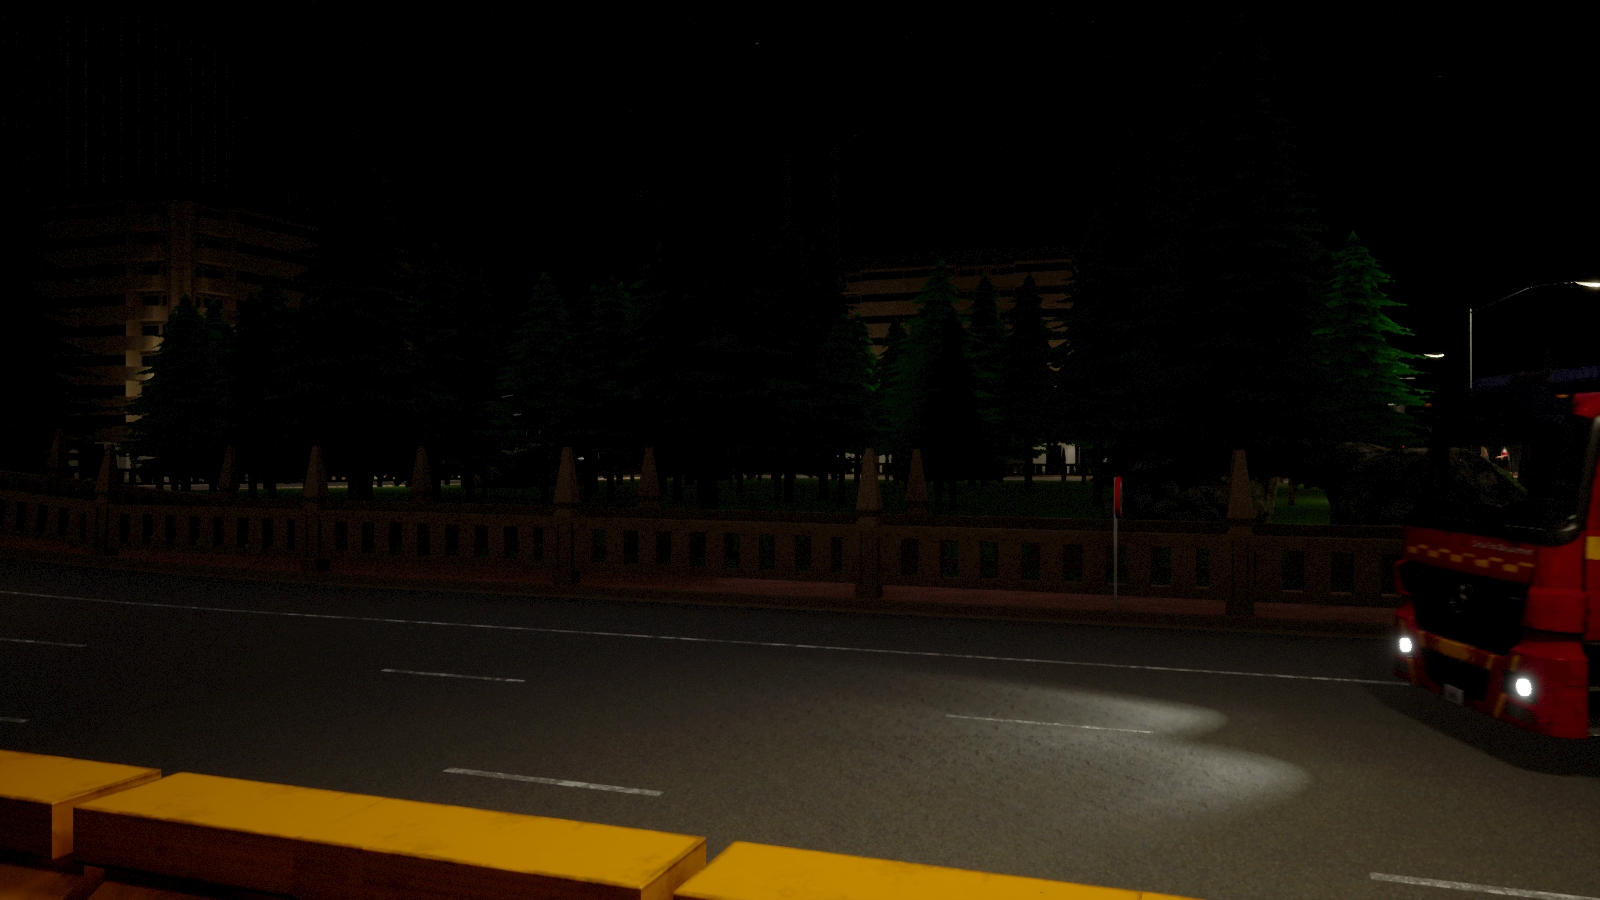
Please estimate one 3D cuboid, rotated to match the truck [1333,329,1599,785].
[{"bbox_3d":[10.008,0.890,10.896,8.468,3.827,2.891,0,0,2],"label":"truck"}]
